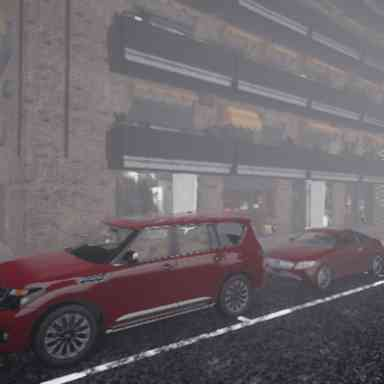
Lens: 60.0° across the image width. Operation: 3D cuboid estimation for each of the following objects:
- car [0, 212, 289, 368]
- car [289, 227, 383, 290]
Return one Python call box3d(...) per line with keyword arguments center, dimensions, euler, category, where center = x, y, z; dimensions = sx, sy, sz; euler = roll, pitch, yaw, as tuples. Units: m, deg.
box3d(center=(-0.825, 1.342, 5.971), dimensions=(5.009, 1.841, 2.192), euler=(1, 0, -36), category="car")
box3d(center=(3.760, 1.663, 9.244), dimensions=(4.206, 1.307, 1.802), euler=(1, 0, -36), category="car")
